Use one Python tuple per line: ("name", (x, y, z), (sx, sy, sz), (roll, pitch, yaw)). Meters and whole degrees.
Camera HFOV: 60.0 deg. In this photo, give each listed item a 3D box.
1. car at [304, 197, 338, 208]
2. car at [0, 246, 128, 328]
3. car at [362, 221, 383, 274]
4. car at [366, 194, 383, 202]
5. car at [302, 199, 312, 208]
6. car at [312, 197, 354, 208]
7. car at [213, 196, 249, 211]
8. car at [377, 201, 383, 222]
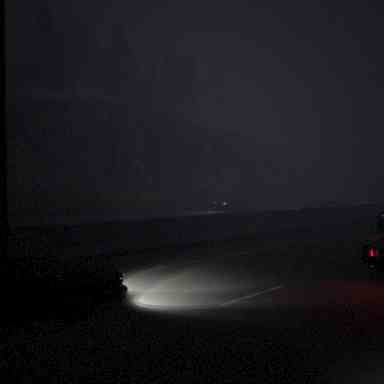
("car", (17.778, 1.403, 45.749), (5.357, 1.411, 2.033), (0, 0, -39))
("car", (-3.836, 1.574, 5.444), (5.357, 1.411, 2.033), (0, 0, -36))
("car", (6.706, 1.551, 9.276), (4.718, 1.301, 1.895), (0, 0, -39))
("car", (35.809, 1.219, 64.984), (4.892, 1.490, 1.837), (0, 0, -39))
("car", (14.673, 1.406, 38.676), (4.674, 1.442, 1.812), (0, 0, -39))
("car", (14.683, 1.484, 34.161), (4.718, 1.301, 1.895), (0, 0, -39))
("car", (4.631, 1.304, 39.488), (4.553, 1.767, 2.097), (-1, 0, -39))
("car", (11.744, 1.402, 17.915), (4.902, 1.511, 2.128), (0, 0, -39))
